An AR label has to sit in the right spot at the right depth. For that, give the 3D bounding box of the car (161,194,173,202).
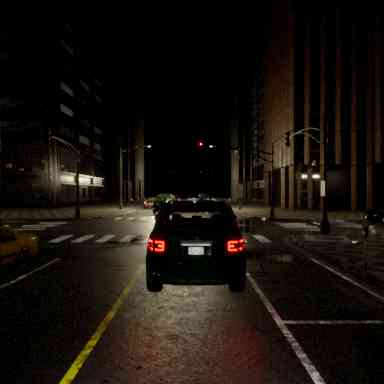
[{"bbox_3d":[-5.606,1.341,74.817,2.192,1.841,5.009,0,0,0],"label":"car"}]

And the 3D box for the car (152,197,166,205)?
[{"bbox_3d":[-5.641,1.565,57.988,2.008,1.369,4.403,0,0,0],"label":"car"}]

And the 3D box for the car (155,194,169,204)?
[{"bbox_3d":[-5.629,1.333,63.598,2.192,1.841,5.009,0,0,0],"label":"car"}]

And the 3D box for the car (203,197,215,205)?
[{"bbox_3d":[2.884,1.580,57.988,1.947,1.339,4.313,0,0,0],"label":"car"}]

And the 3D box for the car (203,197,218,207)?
[{"bbox_3d":[2.872,1.562,52.380,2.008,1.369,4.403,0,0,0],"label":"car"}]

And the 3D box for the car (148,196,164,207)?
[{"bbox_3d":[-5.652,1.452,52.379,1.967,1.590,4.097,0,0,0],"label":"car"}]

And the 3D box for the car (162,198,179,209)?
[{"bbox_3d":[-2.935,1.573,46.465,1.994,1.385,4.181,0,0,1],"label":"car"}]

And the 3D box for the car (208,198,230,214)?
[{"bbox_3d":[2.838,1.446,35.553,1.967,1.590,4.097,0,0,0],"label":"car"}]

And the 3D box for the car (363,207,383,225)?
[{"bbox_3d":[14.853,1.568,23.806,4.892,1.490,1.837,0,0,0],"label":"car"}]

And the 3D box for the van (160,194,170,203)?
[{"bbox_3d":[-5.618,1.363,69.206,1.690,1.788,3.998,0,0,0],"label":"van"}]

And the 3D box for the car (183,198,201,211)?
[{"bbox_3d":[0.072,1.500,41.437,2.128,1.511,4.902,0,0,2],"label":"car"}]

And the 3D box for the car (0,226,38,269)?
[{"bbox_3d":[-5.743,1.526,8.606,1.752,1.417,4.829,0,0,0],"label":"car"}]

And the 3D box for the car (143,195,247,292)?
[{"bbox_3d":[0.098,1.222,9.060,2.150,2.045,5.566,0,0,0],"label":"car"}]

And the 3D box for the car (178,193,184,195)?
[{"bbox_3d":[-2.912,1.366,56.343,2.097,1.767,4.553,0,0,1],"label":"car"}]

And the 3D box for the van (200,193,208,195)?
[{"bbox_3d":[2.907,1.363,69.207,1.690,1.788,3.998,0,0,0],"label":"van"}]

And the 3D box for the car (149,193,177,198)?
[{"bbox_3d":[-2.996,1.228,36.593,2.150,2.045,5.566,0,0,0],"label":"car"}]

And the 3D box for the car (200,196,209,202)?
[{"bbox_3d":[2.930,1.597,80.424,1.947,1.339,4.313,0,0,0],"label":"car"}]

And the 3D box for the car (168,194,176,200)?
[{"bbox_3d":[-5.572,1.483,91.645,1.967,1.590,4.097,0,0,0],"label":"car"}]
